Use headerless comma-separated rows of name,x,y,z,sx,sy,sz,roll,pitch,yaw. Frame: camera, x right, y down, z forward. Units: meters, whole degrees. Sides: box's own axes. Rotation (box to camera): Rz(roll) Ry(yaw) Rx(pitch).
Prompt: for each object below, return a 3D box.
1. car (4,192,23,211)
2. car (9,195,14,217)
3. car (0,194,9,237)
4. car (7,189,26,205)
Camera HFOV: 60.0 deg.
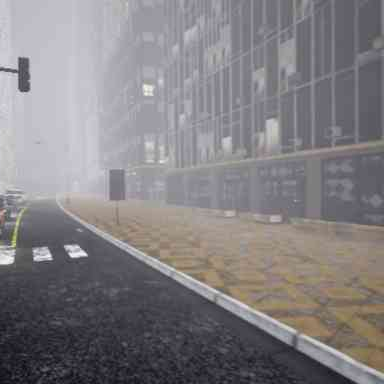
car,-18.573,1.058,33.308,2.128,1.511,4.902,-1,1,-24
car,-14.176,1.199,23.941,1.837,1.490,4.892,-1,1,-26
car,-10.168,1.153,15.821,2.097,1.767,4.553,-1,1,-27
car,-22.887,0.647,43.082,2.150,2.045,5.566,-1,1,-23
